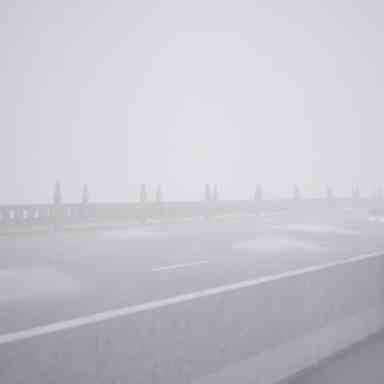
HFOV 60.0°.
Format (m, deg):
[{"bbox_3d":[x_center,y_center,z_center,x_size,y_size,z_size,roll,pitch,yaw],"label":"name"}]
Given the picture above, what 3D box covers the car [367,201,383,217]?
[{"bbox_3d":[17.746,1.455,29.539,5.357,1.411,2.033,0,0,-35],"label":"car"}]
